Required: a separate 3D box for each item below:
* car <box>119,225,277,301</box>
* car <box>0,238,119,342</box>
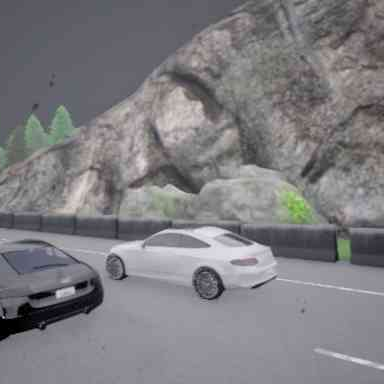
[{"bbox_3d":[-0.215,1.585,8.451,4.674,1.442,1.812,-1,0,36],"label":"car"},{"bbox_3d":[-3.713,1.647,6.648,4.181,1.385,1.994,-1,0,36],"label":"car"}]
